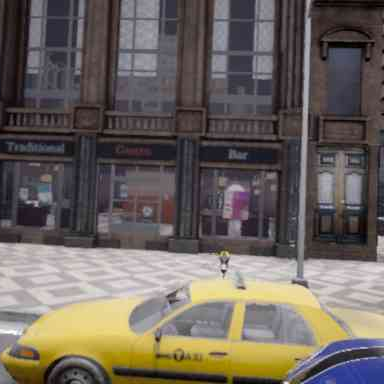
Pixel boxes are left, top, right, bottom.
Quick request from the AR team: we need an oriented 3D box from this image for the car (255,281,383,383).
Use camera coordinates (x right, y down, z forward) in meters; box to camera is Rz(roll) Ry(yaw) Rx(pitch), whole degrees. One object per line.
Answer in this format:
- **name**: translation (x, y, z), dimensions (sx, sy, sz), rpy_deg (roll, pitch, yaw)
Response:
- **car**: translation (2.880, 1.570, 2.129), dimensions (4.553, 1.767, 2.097), rpy_deg (2, -2, 3)

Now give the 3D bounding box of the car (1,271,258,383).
- **car**: translation (0.285, 1.696, 4.126), dimensions (4.829, 1.417, 1.752), rpy_deg (2, -2, 3)
